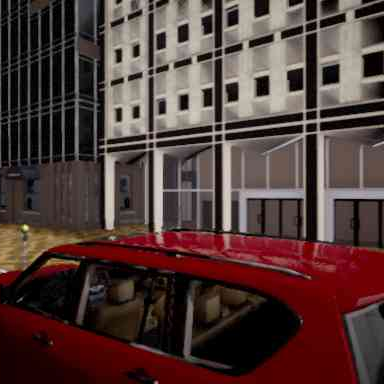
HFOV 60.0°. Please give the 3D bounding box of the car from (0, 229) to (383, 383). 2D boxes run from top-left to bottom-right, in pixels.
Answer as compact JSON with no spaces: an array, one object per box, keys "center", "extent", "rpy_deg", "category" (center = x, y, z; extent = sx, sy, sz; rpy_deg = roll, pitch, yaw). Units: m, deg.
[{"center":[-0.505,1.309,3.239],"extent":[5.009,1.841,2.192],"rpy_deg":[0,0,35],"category":"car"}]
